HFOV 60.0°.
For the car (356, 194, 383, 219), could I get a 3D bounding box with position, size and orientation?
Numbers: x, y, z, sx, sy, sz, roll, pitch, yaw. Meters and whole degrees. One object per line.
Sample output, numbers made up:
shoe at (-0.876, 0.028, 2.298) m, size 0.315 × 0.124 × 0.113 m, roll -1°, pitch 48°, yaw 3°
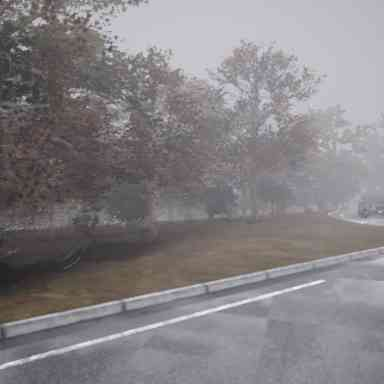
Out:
car at (15.495, 1.178, 28.390) m, size 2.150 × 2.045 × 5.566 m, roll -1°, pitch 0°, yaw 19°
